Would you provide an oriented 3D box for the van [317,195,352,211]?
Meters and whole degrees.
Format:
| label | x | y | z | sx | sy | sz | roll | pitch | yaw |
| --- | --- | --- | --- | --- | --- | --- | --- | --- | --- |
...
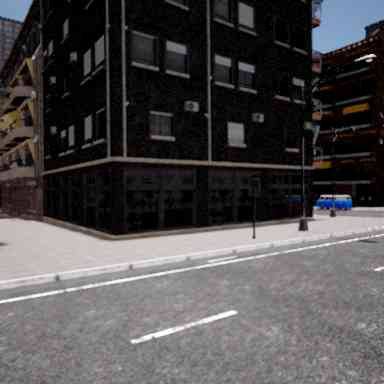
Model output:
| label | x | y | z | sx | sy | sz | roll | pitch | yaw |
| --- | --- | --- | --- | --- | --- | --- | --- | --- | --- |
| van | 16.852 | 1.251 | 39.521 | 1.690 | 1.788 | 3.998 | -2 | 0 | -36 |
